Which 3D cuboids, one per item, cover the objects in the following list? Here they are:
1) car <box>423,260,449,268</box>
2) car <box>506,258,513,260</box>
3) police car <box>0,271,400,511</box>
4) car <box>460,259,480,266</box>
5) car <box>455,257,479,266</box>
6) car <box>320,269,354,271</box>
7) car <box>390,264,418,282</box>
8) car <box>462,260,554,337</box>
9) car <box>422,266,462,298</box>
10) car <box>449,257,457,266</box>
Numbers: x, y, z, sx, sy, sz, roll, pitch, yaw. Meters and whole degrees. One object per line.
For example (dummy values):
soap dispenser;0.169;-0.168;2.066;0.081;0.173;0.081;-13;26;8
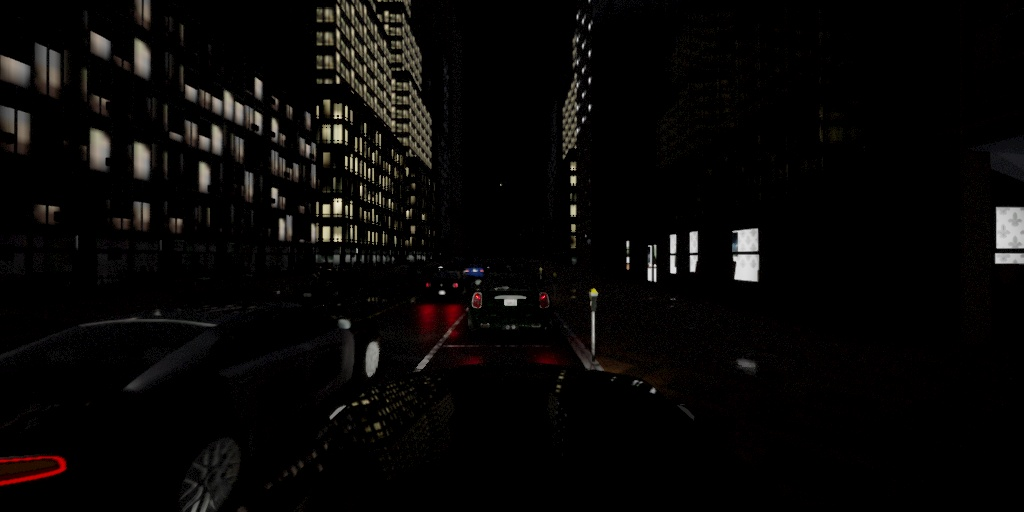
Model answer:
car;-8.836;1.286;40.419;2.007;1.370;4.403;0;0;0
car;-0.455;1.298;46.099;1.948;1.339;4.313;0;0;0
police car;-3.146;1.175;4.186;1.930;1.638;5.238;0;0;0
car;-3.135;1.288;32.655;2.033;1.411;5.357;0;0;0
car;-6.157;1.277;49.674;2.033;1.411;5.357;0;0;0
car;-8.836;1.313;17.650;1.948;1.339;4.313;0;0;0
car;-8.835;1.325;29.033;1.802;1.307;4.207;0;0;0
car;-0.032;1.102;10.469;2.097;1.767;4.553;0;0;0
car;-3.127;1.348;18.383;1.895;1.301;4.718;0;0;1
car;-8.836;1.273;51.803;1.888;1.381;4.507;0;0;0
